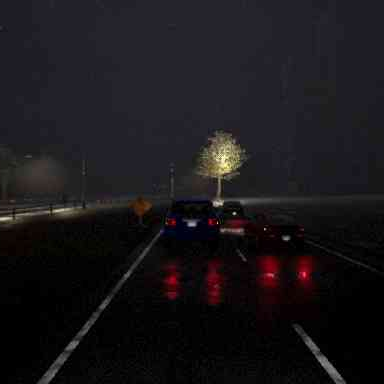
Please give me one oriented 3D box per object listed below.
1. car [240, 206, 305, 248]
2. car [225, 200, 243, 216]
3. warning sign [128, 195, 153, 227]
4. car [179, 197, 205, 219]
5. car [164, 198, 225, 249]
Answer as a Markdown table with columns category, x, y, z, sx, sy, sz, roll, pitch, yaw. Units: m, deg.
| category | x | y | z | sx | sy | sz | roll | pitch | yaw |
| --- | --- | --- | --- | --- | --- | --- | --- | --- | --- |
| car | 3.500 | 1.534 | 14.650 | 1.812 | 1.442 | 4.674 | 0 | 0 | 0 |
| car | 3.499 | 1.517 | 29.650 | 1.837 | 1.490 | 4.892 | 0 | 0 | 0 |
| warning sign | -3.048 | 1.115 | 19.729 | 1.300 | 1.860 | 1.060 | 0 | 0 | 0 |
| car | -0.001 | 1.366 | 29.620 | 2.097 | 1.767 | 4.553 | 0 | 0 | 0 |
| car | 0.000 | 1.258 | 14.680 | 2.150 | 2.045 | 5.566 | 0 | 0 | 0 |
